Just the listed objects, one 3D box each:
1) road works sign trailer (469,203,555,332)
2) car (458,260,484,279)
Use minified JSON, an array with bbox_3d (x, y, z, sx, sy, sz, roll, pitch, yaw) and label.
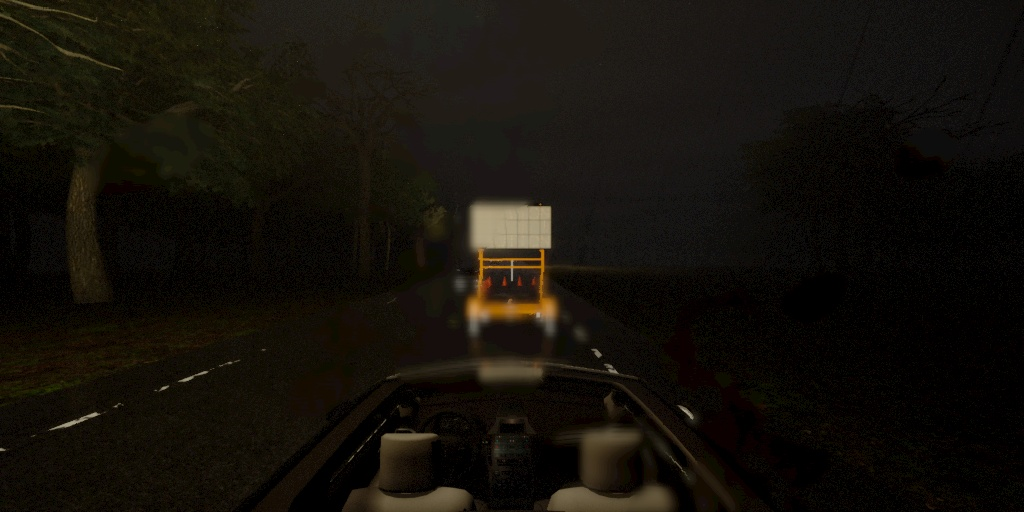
[{"bbox_3d":[0.002,0.210,10.804,2.380,3.560,2.880,0,0,0],"label":"road works sign trailer"},{"bbox_3d":[-3.595,1.152,31.941,1.882,1.535,5.008,0,0,0],"label":"car"}]
